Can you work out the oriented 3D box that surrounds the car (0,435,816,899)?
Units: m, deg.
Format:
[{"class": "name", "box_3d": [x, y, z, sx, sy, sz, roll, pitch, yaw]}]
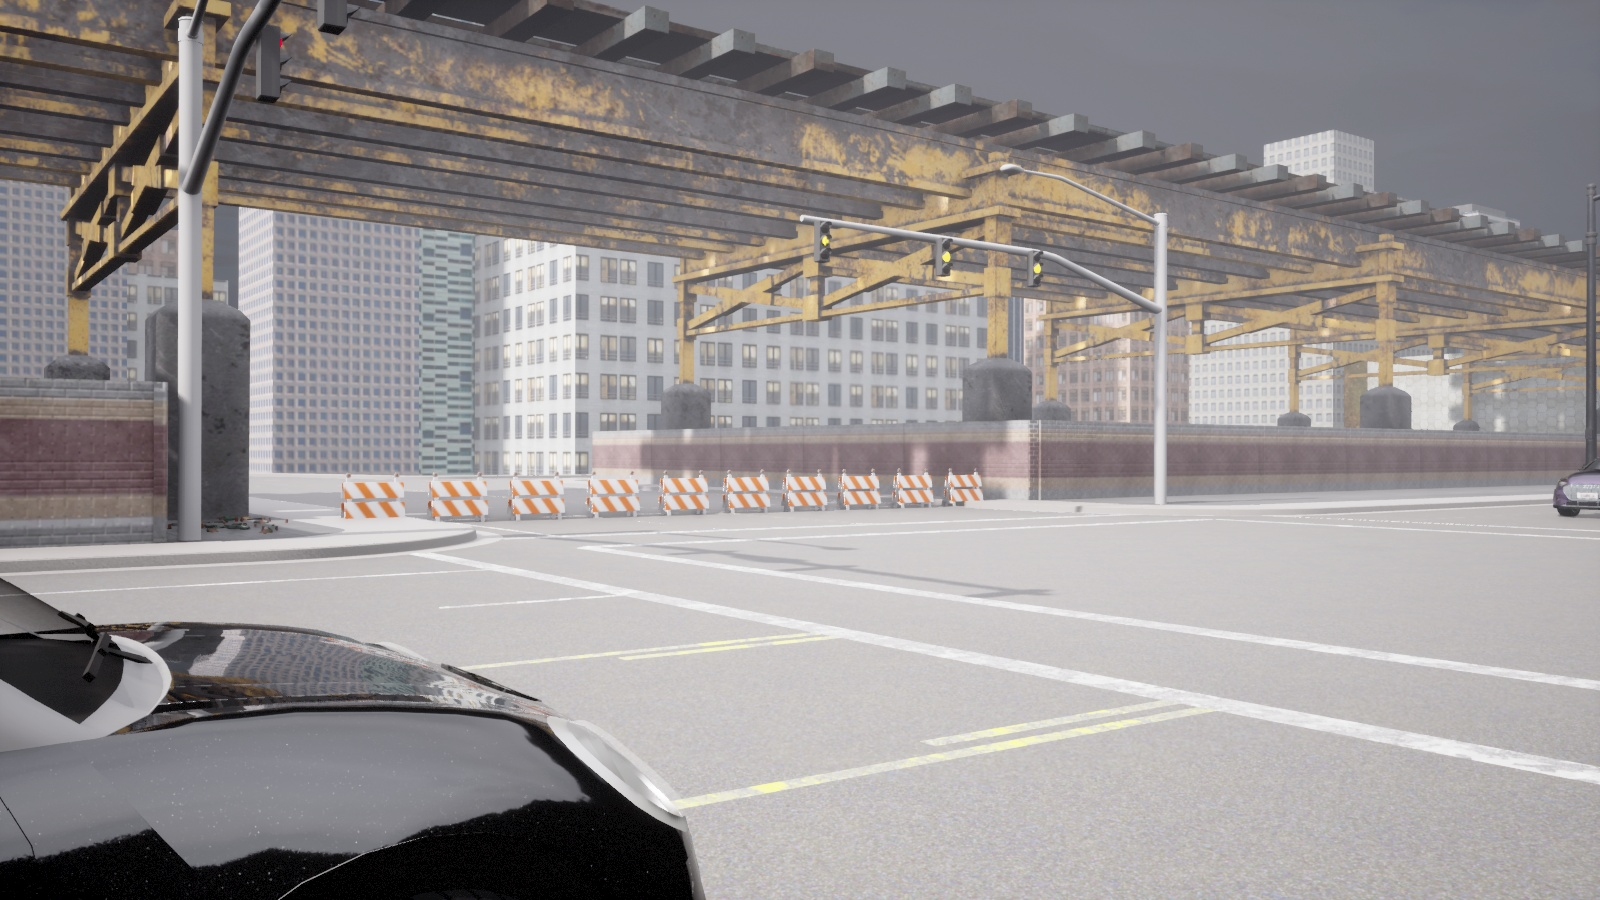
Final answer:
[{"class": "car", "box_3d": [-2.093, 0.720, 2.202, 3.806, 1.475, 1.970, 0, 0, -35]}]

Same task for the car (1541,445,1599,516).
[{"class": "car", "box_3d": [20.333, 0.707, 30.642, 4.856, 1.649, 2.033, 0, 0, -35]}]
